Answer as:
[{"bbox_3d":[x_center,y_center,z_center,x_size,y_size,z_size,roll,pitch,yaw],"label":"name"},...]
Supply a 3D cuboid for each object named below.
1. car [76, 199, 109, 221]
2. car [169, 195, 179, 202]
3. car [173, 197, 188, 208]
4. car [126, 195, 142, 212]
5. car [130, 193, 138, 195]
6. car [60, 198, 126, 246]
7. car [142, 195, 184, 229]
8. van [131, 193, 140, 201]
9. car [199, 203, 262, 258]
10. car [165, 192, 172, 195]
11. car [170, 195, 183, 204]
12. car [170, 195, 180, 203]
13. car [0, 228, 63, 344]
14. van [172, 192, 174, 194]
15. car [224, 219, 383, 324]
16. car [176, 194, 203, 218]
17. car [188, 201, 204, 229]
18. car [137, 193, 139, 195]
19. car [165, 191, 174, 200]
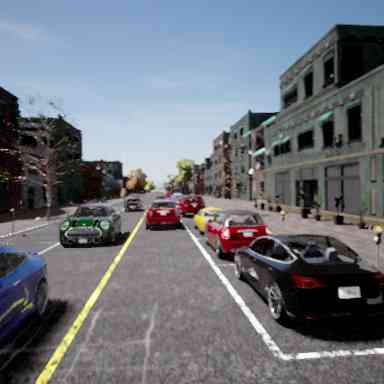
[{"bbox_3d":[-8.350,1.419,28.259,1.967,1.590,4.097,-1,0,-6],"label":"car"},{"bbox_3d":[-3.735,1.323,67.726,1.802,1.307,4.206,-1,0,-5],"label":"car"},{"bbox_3d":[-1.604,1.398,45.635,1.802,1.307,4.206,-1,0,-5],"label":"car"},{"bbox_3d":[-6.575,1.421,37.804,1.837,1.490,4.892,-1,0,-5],"label":"car"},{"bbox_3d":[-11.544,1.418,61.396,2.008,1.369,4.403,-1,0,-6],"label":"car"},{"bbox_3d":[-4.494,1.342,15.307,2.097,1.767,4.553,-1,0,-5],"label":"car"},{"bbox_3d":[-1.869,1.281,21.395,2.097,1.767,4.553,-1,0,-5],"label":"car"},{"bbox_3d":[-13.147,1.152,77.963,1.690,1.788,3.998,-1,0,-5],"label":"van"},{"bbox_3d":[1.590,1.366,12.498,1.967,1.590,4.097,-1,0,-5],"label":"car"},{"bbox_3d":[-4.187,1.201,45.351,2.097,1.767,4.553,-1,0,-5],"label":"car"},{"bbox_3d":[-2.670,1.323,56.680,1.887,1.381,4.507,-1,0,-6],"label":"car"},{"bbox_3d":[-3.203,1.341,62.203,1.802,1.307,4.206,-1,0,-6],"label":"car"},{"bbox_3d":[-3.456,1.550,4.626,1.812,1.442,4.674,-1,0,-6],"label":"car"},{"bbox_3d":[-2.143,1.138,51.156,1.690,1.788,3.998,-1,0,-6],"label":"van"},{"bbox_3d":[2.125,1.510,6.976,1.947,1.339,4.313,-1,0,-6],"label":"car"},{"bbox_3d":[-0.012,1.186,29.065,2.192,1.841,5.009,-1,0,-5],"label":"car"},{"bbox_3d":[1.042,1.433,18.190,1.752,1.417,4.829,-1,0,-5],"label":"car"},{"bbox_3d":[-12.615,1.144,72.441,2.192,1.841,5.009,-1,0,-6],"label":"car"},{"bbox_3d":[-5.757,0.912,85.567,2.150,2.045,5.566,-1,0,-6],"label":"car"}]
